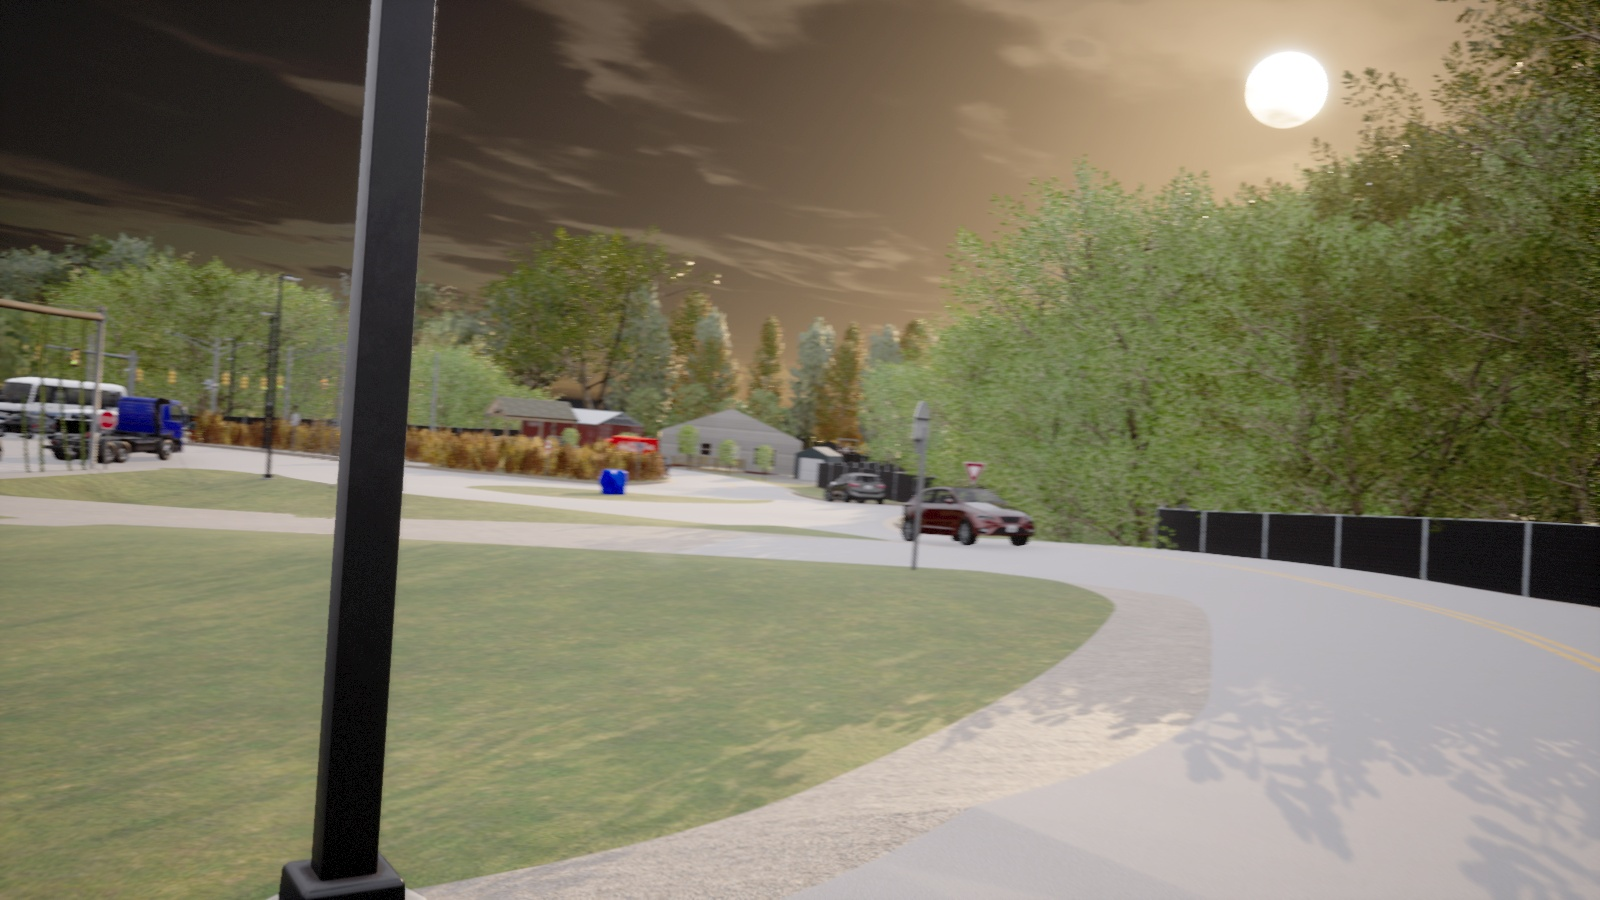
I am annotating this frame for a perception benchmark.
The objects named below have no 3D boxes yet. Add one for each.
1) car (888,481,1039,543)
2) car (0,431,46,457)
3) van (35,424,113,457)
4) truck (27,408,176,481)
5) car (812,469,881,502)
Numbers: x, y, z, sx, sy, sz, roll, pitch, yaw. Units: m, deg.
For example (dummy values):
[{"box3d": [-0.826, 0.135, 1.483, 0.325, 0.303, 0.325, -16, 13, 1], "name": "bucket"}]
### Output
[{"box3d": [4.058, 1.559, 31.871, 1.816, 1.474, 4.193, 1, -3, -25], "name": "car"}, {"box3d": [-50.385, -0.419, 80.309, 3.705, 1.549, 1.789, 2, 1, 20], "name": "car"}, {"box3d": [-48.220, -0.666, 83.423, 4.480, 2.038, 2.069, 2, 1, 21], "name": "van"}, {"box3d": [-36.789, -0.396, 66.539, 2.891, 3.462, 7.936, 3, 2, 5], "name": "truck"}, {"box3d": [2.504, 1.976, 68.735, 2.242, 1.667, 4.611, 2, -3, -18], "name": "car"}]
